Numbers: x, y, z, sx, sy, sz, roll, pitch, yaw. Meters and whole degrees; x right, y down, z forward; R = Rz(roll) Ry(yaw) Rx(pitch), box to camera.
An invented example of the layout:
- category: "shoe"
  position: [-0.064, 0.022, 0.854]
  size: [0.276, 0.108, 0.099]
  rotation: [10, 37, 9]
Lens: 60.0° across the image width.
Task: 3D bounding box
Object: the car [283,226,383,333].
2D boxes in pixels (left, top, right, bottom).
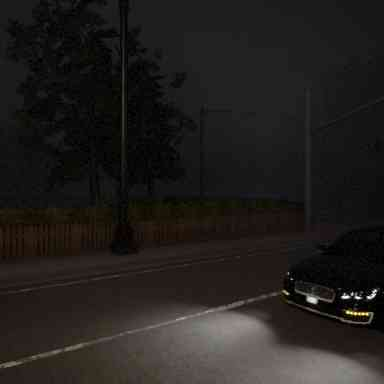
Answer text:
- category: "car"
  position: [3.917, 1.506, 6.745]
  size: [4.892, 1.490, 1.837]
  rotation: [1, 0, -35]
